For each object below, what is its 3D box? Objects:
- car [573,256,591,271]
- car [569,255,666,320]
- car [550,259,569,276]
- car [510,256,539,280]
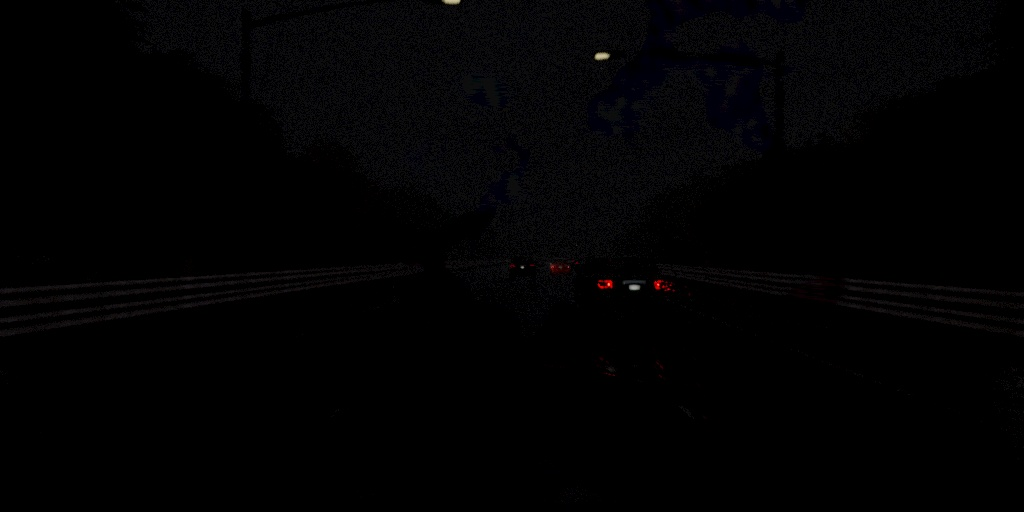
[{"bbox_3d":[9.977,1.060,51.642,2.150,2.045,5.566,0,0,7],"label":"car"},{"bbox_3d":[3.609,0.997,12.961,2.150,2.045,5.566,0,0,2],"label":"car"},{"bbox_3d":[5.141,1.149,38.560,2.097,1.767,4.553,0,0,5],"label":"car"},{"bbox_3d":[1.021,0.990,31.212,2.150,2.045,5.566,0,0,4],"label":"car"}]
